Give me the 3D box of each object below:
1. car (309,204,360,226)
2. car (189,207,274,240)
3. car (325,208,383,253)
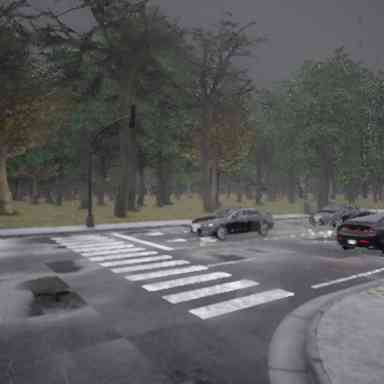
[{"bbox_3d":[10.033,1.567,22.688,4.902,1.511,2.128,0,0,-34],"label":"car"},{"bbox_3d":[2.124,1.544,17.261,4.902,1.511,2.128,0,0,-35],"label":"car"},{"bbox_3d":[7.679,1.526,13.102,4.892,1.490,1.837,0,-1,-33],"label":"car"}]
